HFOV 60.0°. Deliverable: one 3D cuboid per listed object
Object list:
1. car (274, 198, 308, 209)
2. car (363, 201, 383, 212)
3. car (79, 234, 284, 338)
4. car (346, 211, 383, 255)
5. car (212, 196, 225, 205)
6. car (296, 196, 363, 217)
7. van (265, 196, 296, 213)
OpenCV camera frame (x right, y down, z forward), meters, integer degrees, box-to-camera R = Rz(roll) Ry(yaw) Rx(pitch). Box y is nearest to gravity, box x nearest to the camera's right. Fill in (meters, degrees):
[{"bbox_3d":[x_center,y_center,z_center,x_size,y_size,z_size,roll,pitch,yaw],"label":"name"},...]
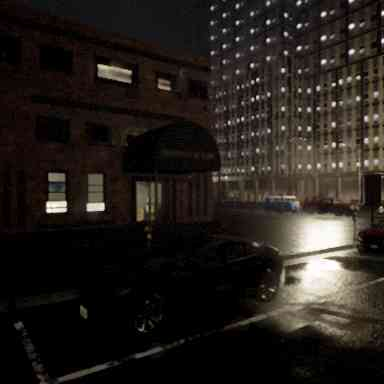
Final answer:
[{"bbox_3d":[13.490,1.564,45.515,1.802,1.307,4.206,0,0,-35],"label":"car"},{"bbox_3d":[19.823,1.548,36.421,2.008,1.369,4.403,0,0,-35],"label":"car"},{"bbox_3d":[0.022,1.570,6.649,4.313,1.339,1.947,0,0,-35],"label":"car"},{"bbox_3d":[7.864,1.561,12.320,4.507,1.381,1.887,0,0,-35],"label":"car"},{"bbox_3d":[3.892,1.487,59.294,1.752,1.417,4.829,0,0,-35],"label":"car"},{"bbox_3d":[12.945,1.346,31.631,2.192,1.841,5.009,0,0,-35],"label":"car"},{"bbox_3d":[9.779,1.365,36.177,1.690,1.788,3.998,0,0,-35],"label":"van"}]
